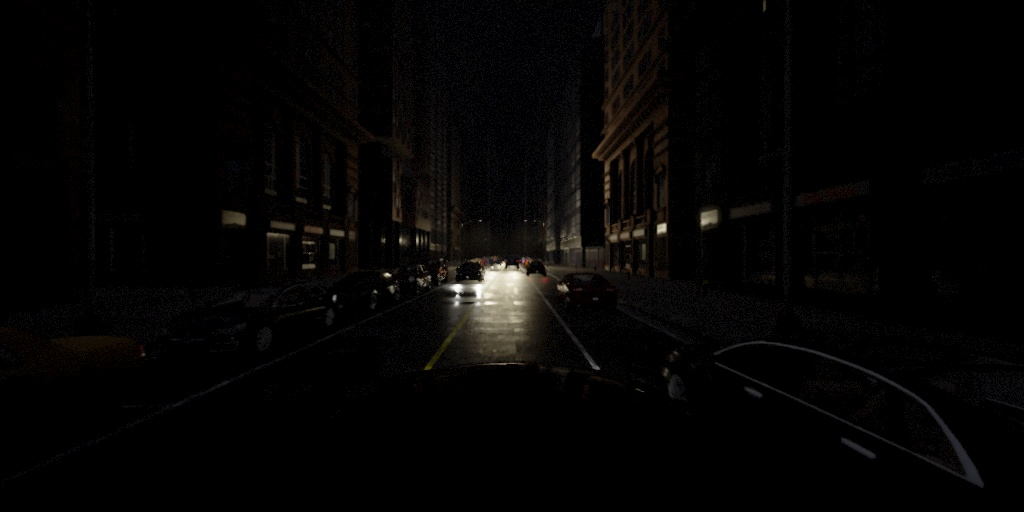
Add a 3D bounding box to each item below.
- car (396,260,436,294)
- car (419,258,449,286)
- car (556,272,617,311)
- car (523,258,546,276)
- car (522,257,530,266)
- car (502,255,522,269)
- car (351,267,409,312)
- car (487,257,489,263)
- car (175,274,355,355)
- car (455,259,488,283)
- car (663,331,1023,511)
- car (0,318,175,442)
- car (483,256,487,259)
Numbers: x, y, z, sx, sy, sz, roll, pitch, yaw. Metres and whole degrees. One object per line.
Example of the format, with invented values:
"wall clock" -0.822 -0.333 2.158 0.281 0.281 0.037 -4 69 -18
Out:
"car" -5.757 1.167 19.715 1.967 1.591 4.097 0 0 0
"car" -5.756 1.035 25.317 2.192 1.841 5.009 0 0 0
"car" 2.767 1.279 14.116 1.888 1.381 4.507 0 0 0
"car" 2.361 1.233 35.806 1.812 1.442 4.674 0 0 0
"car" 2.778 1.213 53.501 1.751 1.417 4.829 0 0 0
"car" 0.016 0.907 55.194 2.150 2.045 5.566 0 0 0
"car" -5.759 1.300 14.113 1.948 1.339 4.313 0 0 0
"car" -5.744 1.221 64.529 1.888 1.381 4.507 0 0 0
"car" -5.760 1.292 8.511 2.007 1.370 4.403 0 0 0
"car" -3.087 1.223 27.175 1.837 1.490 4.892 0 0 0
"car" 2.763 1.299 2.912 2.007 1.370 4.403 0 0 0
"car" -5.762 1.274 2.740 1.751 1.417 4.829 0 0 0
"car" -5.746 1.122 58.927 1.967 1.591 4.097 0 0 0
